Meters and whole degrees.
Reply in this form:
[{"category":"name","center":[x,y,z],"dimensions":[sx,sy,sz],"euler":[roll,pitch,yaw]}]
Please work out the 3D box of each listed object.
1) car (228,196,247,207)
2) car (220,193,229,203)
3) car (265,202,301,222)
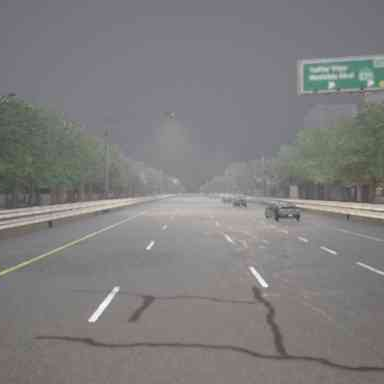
[{"category":"car","center":[7.043,1.543,50.128],"dimensions":[1.837,1.490,4.892],"euler":[0,0,0]},{"category":"car","center":[7.061,1.492,68.083],"dimensions":[2.128,1.511,4.902],"euler":[0,0,0]},{"category":"car","center":[7.022,1.487,26.132],"dimensions":[2.128,1.511,4.902],"euler":[0,0,0]}]
